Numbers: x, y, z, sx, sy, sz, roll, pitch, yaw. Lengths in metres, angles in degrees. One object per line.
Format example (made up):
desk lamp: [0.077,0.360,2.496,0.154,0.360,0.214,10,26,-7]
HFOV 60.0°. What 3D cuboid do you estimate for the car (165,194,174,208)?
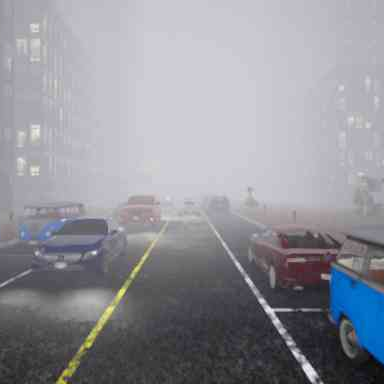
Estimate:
car: [-3.501,1.461,47.311,2.033,1.411,5.357,0,0,-1]

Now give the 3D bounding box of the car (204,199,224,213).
car: [2.310,1.469,36.479,1.887,1.381,4.507,0,0,-1]

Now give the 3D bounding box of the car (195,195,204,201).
car: [1.832,1.396,80.791,1.947,1.339,4.313,0,0,-1]

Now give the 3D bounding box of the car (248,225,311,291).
car: [2.633,1.524,8.787,1.887,1.381,4.507,0,0,-1]

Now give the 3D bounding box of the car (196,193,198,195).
car: [2.132,1.204,53.096,2.192,1.841,5.009,0,0,-1]

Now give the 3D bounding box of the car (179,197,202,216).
car: [-0.216,1.464,31.403,1.812,1.442,4.674,0,0,0]

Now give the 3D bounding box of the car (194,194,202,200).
car: [1.712,1.246,91.869,1.967,1.590,4.097,0,0,-1]

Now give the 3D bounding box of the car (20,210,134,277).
car: [-3.199,1.510,10.367,1.812,1.442,4.674,0,0,-1]

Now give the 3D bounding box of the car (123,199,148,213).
car: [-6.069,1.487,36.387,2.008,1.369,4.403,0,0,-1]

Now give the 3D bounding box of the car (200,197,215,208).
car: [2.191,1.467,47.558,1.947,1.339,4.313,0,0,-1]

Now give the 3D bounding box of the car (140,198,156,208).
car: [-6.189,1.495,47.466,1.802,1.307,4.206,0,0,-1]

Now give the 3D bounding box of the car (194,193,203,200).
car: [1.773,1.133,86.329,2.192,1.841,5.009,0,0,-1]

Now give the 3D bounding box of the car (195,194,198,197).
car: [-0.406,1.430,47.660,1.812,1.442,4.674,0,0,-1]

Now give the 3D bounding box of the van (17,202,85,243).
van: [-5.829,1.322,14.232,1.690,1.788,3.998,0,0,-1]

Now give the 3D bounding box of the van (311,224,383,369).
van: [2.784,1.331,3.250,1.690,1.788,3.998,0,0,-1]

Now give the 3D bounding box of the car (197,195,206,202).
car: [1.950,1.379,69.883,1.752,1.417,4.829,0,0,-1]

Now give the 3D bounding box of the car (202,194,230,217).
car: [2.371,1.250,30.939,2.192,1.841,5.009,0,0,-1]

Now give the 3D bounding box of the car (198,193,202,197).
car: [2.251,1.228,42.018,2.192,1.841,5.009,0,0,-1]

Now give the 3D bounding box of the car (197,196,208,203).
car: [2.011,1.417,64.174,2.008,1.369,4.403,0,0,-1]

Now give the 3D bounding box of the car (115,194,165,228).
car: [-3.316,1.181,22.410,2.150,2.045,5.566,0,0,0]
